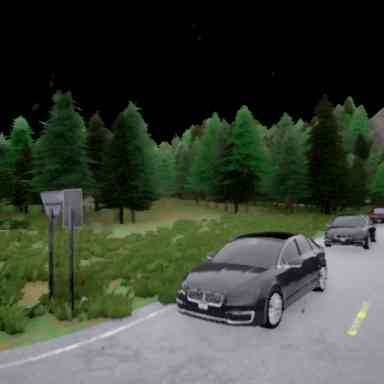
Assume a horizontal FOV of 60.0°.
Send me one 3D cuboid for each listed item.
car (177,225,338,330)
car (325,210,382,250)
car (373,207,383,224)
[{"bbox_3d":[1.653,1.726,7.609,1.837,1.490,4.892,-2,-2,37],"label":"car"},{"bbox_3d":[7.985,1.883,16.565,1.837,1.490,4.892,-2,-2,35],"label":"car"},{"bbox_3d":[16.712,2.081,29.173,1.882,1.535,5.008,-2,-1,35],"label":"car"}]
